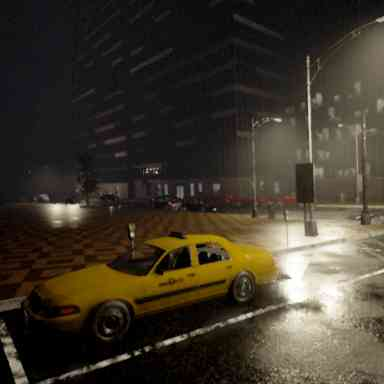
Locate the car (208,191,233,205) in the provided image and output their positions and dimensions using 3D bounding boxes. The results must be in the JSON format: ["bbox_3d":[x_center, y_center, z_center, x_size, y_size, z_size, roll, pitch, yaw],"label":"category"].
[{"bbox_3d":[3.440,0.762,43.569,2.192,1.841,5.009,-4,2,-41],"label":"car"}]

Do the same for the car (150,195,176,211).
[{"bbox_3d":[-2.936,1.251,38.142,1.967,1.590,4.097,-4,2,-41],"label":"car"}]

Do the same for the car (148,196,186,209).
[{"bbox_3d":[-3.275,1.273,42.521,2.033,1.411,5.357,-3,2,-41],"label":"car"}]

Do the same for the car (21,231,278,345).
[{"bbox_3d":[-0.471,1.453,6.240,4.829,1.417,1.752,-2,0,-35],"label":"car"}]

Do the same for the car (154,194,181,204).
[{"bbox_3d":[-3.929,1.100,52.134,1.947,1.339,4.313,-4,2,-41],"label":"car"}]

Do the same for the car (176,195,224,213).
[{"bbox_3d":[0.753,1.332,33.873,1.947,1.339,4.313,-4,2,-41],"label":"car"}]

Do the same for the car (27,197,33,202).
[{"bbox_3d":[-35.977,1.724,76.468,1.752,1.417,4.829,-4,2,-41],"label":"car"}]

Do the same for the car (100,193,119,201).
[{"bbox_3d":[-13.697,1.000,54.730,1.837,1.490,4.892,-3,2,-41],"label":"car"}]

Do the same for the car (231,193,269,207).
[{"bbox_3d":[7.142,0.984,39.300,1.802,1.307,4.206,-4,2,-41],"label":"car"}]

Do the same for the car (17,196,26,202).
[{"bbox_3d":[-43.344,1.808,85.013,1.752,1.417,4.829,-4,2,-41],"label":"car"}]

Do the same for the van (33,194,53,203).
[{"bbox_3d":[-32.411,1.499,72.320,1.690,1.788,3.998,-4,2,-41],"label":"van"}]

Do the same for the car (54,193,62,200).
[{"bbox_3d":[-33.450,1.424,86.360,1.887,1.381,4.507,-4,2,-41],"label":"car"}]

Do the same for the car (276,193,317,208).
[{"bbox_3d":[10.827,0.798,35.019,1.967,1.590,4.097,-4,2,-41],"label":"car"}]

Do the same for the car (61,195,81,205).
[{"bbox_3d":[-21.350,1.611,59.509,1.802,1.307,4.206,-4,2,-41],"label":"car"}]
